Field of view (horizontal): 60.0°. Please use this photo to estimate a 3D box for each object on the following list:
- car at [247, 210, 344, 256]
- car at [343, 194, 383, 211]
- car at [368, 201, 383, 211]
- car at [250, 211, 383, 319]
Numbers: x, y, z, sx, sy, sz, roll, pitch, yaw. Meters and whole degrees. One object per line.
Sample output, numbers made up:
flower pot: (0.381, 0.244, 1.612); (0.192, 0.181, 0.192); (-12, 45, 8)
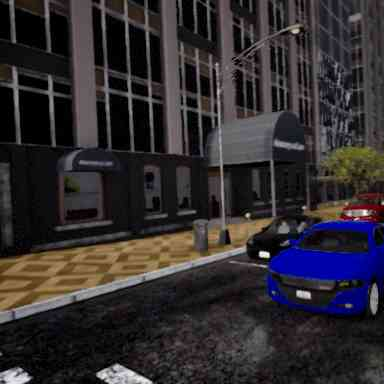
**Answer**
car: (3.669, 1.528, 11.974); (1.947, 1.339, 4.313); (-3, -1, 41)
car: (10.486, 1.062, 19.741); (2.192, 1.841, 5.009); (-3, -1, 41)
car: (9.810, 1.248, 14.849); (2.128, 1.511, 4.902); (-2, 0, 41)
car: (3.493, 1.434, 7.617); (1.882, 1.535, 5.008); (-2, 0, 40)
